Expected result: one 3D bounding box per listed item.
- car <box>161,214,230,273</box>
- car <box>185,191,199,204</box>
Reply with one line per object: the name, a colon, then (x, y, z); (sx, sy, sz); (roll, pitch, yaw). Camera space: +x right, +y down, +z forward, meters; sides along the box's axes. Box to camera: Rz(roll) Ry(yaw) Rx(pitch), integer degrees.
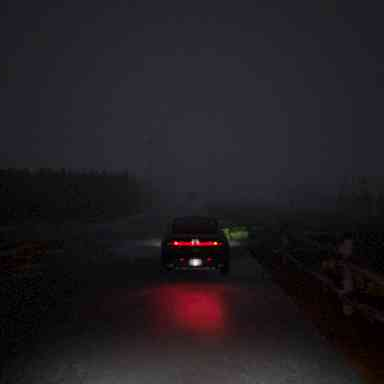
car: (0.092, 1.448, 10.475); (1.837, 1.490, 4.892); (0, 0, 0)
car: (0.010, 0.928, 55.563); (2.150, 2.045, 5.566); (0, 0, 0)
